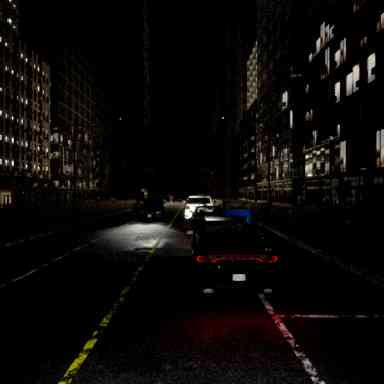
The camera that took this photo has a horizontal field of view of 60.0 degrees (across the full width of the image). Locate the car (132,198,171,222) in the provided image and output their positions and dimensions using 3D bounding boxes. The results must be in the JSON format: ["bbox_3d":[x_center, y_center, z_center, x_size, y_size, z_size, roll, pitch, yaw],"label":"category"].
[{"bbox_3d":[-3.112,1.493,26.785,2.128,1.511,4.902,0,0,0],"label":"car"}]

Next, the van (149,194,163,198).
[{"bbox_3d":[-5.716,1.346,49.425,1.690,1.788,3.998,0,0,0],"label":"van"}]

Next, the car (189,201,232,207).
[{"bbox_3d":[0.891,1.479,18.821,1.882,1.535,5.008,0,0,0],"label":"car"}]

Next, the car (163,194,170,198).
[{"bbox_3d":[-5.721,1.557,60.761,2.008,1.369,4.403,0,0,0],"label":"car"}]

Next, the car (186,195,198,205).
[{"bbox_3d":[-0.029,1.358,60.147,2.097,1.767,4.553,0,0,0],"label":"car"}]

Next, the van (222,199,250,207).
[{"bbox_3d":[2.678,1.342,21.088,1.690,1.788,3.998,0,0,0],"label":"van"}]

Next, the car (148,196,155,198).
[{"bbox_3d":[-5.710,1.528,37.919,1.752,1.417,4.829,0,0,0],"label":"car"}]

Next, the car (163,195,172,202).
[{"bbox_3d":[-5.730,1.535,77.595,1.752,1.417,4.829,0,0,0],"label":"car"}]

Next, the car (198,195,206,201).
[{"bbox_3d":[2.645,1.557,89.104,1.887,1.381,4.507,0,0,0],"label":"car"}]

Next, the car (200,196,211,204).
[{"bbox_3d":[2.657,1.558,66.432,2.008,1.369,4.403,0,0,0],"label":"car"}]

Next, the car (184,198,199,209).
[{"bbox_3d":[-0.004,1.568,46.216,1.994,1.385,4.181,0,0,0],"label":"car"}]

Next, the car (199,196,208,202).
[{"bbox_3d":[2.651,1.555,77.768,1.887,1.381,4.507,0,0,0],"label":"car"}]

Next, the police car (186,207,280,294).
[{"bbox_3d":[0.896,1.425,8.930,1.930,1.638,5.238,0,0,0],"label":"police car"}]

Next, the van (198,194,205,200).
[{"bbox_3d":[2.643,1.354,94.771,1.690,1.788,3.998,0,0,0],"label":"van"}]

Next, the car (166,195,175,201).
[{"bbox_3d":[-5.735,1.557,89.101,1.887,1.381,4.507,0,0,0],"label":"car"}]

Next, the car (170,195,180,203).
[{"bbox_3d":[-3.033,1.485,67.933,1.882,1.535,5.008,0,0,0],"label":"car"}]

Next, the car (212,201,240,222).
[{"bbox_3d":[2.676,1.527,26.926,1.752,1.417,4.829,0,0,0],"label":"car"}]

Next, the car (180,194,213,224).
[{"bbox_3d":[0.648,1.224,24.929,2.150,2.045,5.566,0,0,4],"label":"car"}]

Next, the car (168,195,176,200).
[{"bbox_3d":[-5.738,1.579,94.769,1.947,1.339,4.313,0,0,0],"label":"car"}]
